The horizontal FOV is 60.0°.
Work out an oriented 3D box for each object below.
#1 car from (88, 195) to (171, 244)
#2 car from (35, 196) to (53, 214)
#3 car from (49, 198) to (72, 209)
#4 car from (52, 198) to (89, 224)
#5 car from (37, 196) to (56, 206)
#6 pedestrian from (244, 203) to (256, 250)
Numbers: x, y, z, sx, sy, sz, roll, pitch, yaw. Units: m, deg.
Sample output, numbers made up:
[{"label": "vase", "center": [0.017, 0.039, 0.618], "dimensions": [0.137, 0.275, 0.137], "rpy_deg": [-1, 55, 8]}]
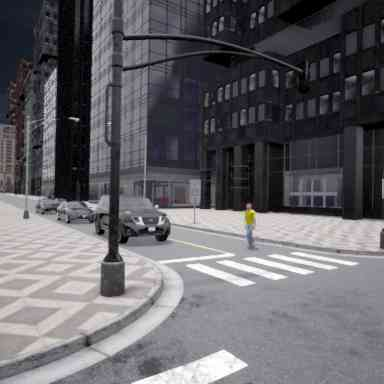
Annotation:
[{"label": "car", "center": [-3.037, 1.161, 15.919], "dimensions": [2.150, 2.045, 5.566], "rpy_deg": [1, -1, -31]}, {"label": "car", "center": [-14.330, 1.427, 33.142], "dimensions": [2.033, 1.411, 5.357], "rpy_deg": [1, -1, -33]}, {"label": "car", "center": [-17.182, 1.468, 43.313], "dimensions": [1.994, 1.385, 4.181], "rpy_deg": [1, -1, -33]}, {"label": "car", "center": [-8.579, 1.417, 24.356], "dimensions": [1.837, 1.490, 4.892], "rpy_deg": [1, -1, -33]}, {"label": "car", "center": [-22.624, 1.352, 51.640], "dimensions": [1.837, 1.490, 4.892], "rpy_deg": [1, 0, -33]}, {"label": "pedestrian", "center": [2.274, 1.309, 12.969], "dimensions": [0.375, 1.860, 0.375], "rpy_deg": [2, -1, -33]}]
